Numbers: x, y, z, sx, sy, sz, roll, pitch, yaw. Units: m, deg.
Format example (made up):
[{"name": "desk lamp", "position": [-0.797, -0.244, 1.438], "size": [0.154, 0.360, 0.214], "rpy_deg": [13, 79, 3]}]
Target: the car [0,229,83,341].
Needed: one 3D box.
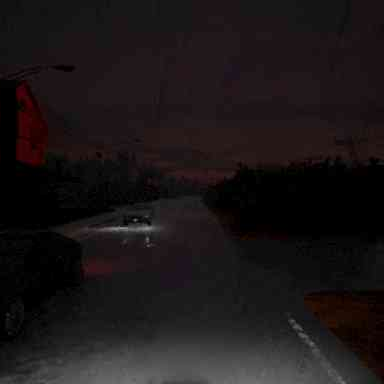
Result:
[{"name": "car", "position": [-3.606, 1.526, 6.639], "size": [1.812, 1.442, 4.674], "rpy_deg": [0, 0, 0]}]

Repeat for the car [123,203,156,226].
[{"name": "car", "position": [-3.595, 1.525, 23.518], "size": [1.812, 1.442, 4.674], "rpy_deg": [0, 0, 0]}]
